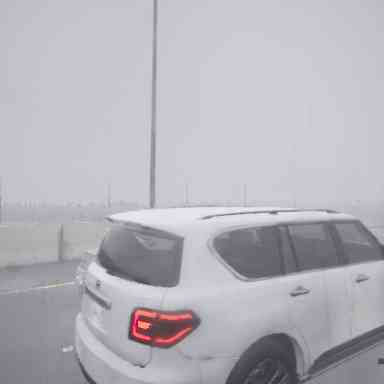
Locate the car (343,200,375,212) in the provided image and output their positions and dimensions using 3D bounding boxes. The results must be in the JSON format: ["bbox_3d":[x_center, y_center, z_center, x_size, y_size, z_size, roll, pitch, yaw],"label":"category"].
[{"bbox_3d":[23.357,1.929,46.408,5.008,1.535,1.882,1,-1,-35],"label":"car"}]

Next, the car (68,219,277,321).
[{"bbox_3d":[-0.273,1.526,7.854,4.674,1.442,1.812,0,0,-36],"label":"car"}]

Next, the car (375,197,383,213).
[{"bbox_3d":[27.152,1.715,44.789,5.566,2.045,2.150,2,-1,-35],"label":"car"}]

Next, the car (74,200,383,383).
[{"bbox_3d":[1.287,1.220,4.666,5.566,2.045,2.150,0,0,-36],"label":"car"}]

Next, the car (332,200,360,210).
[{"bbox_3d":[23.547,2.025,50.810,4.674,1.442,1.812,2,-1,-35],"label":"car"}]
